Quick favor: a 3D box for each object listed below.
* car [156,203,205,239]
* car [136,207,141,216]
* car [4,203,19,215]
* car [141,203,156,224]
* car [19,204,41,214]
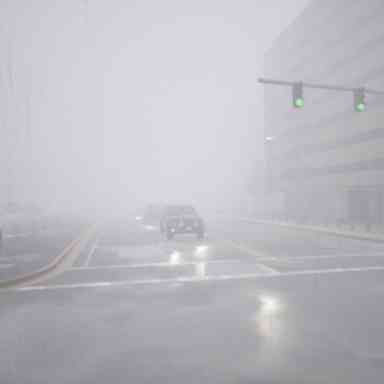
[{"bbox_3d":[-0.776,1.834,21.823,2.150,2.045,5.566,0,-2,-13],"label":"car"},{"bbox_3d":[-7.759,3.033,52.325,1.895,1.301,4.718,0,-2,-13],"label":"car"},{"bbox_3d":[-29.162,2.684,54.133,1.905,1.878,3.866,0,-2,-13],"label":"car"},{"bbox_3d":[-3.706,2.176,34.453,2.150,2.045,5.566,0,-2,-13],"label":"car"},{"bbox_3d":[-26.328,2.690,54.725,1.932,1.855,4.605,0,-2,-13],"label":"car"}]
